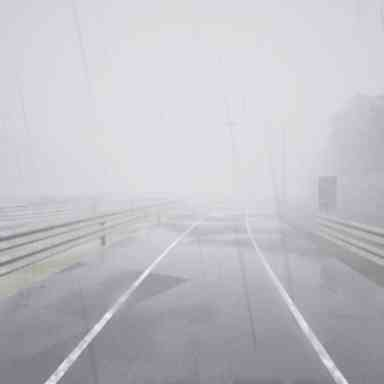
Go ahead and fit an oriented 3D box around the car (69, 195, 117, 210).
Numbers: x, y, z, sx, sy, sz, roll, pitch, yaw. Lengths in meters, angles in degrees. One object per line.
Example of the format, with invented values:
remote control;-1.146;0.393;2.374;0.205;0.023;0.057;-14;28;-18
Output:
car;-9.609;1.063;33.539;2.097;1.767;4.553;1;2;29

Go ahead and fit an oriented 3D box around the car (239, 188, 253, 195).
car;15.354;-0.177;93.746;2.150;2.045;5.566;1;1;29

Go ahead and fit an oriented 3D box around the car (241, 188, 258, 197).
car;13.543;0.371;75.858;2.128;1.511;4.902;1;1;29

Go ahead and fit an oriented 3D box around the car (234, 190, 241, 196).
car;11.435;0.307;79.295;1.812;1.442;4.674;1;1;29

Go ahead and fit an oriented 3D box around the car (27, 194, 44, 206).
car;-15.750;0.992;36.898;2.097;1.767;4.553;1;2;29

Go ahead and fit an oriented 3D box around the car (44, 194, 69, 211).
car;-12.658;1.154;35.260;1.882;1.535;5.008;1;2;29
